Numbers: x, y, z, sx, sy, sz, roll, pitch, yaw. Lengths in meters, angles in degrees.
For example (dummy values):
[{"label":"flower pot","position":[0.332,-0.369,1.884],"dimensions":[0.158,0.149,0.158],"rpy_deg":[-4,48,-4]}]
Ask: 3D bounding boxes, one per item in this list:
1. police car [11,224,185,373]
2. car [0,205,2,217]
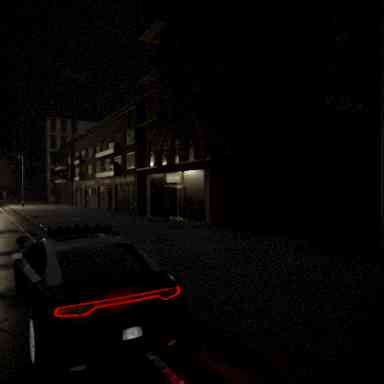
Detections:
[{"label":"police car","position":[-2.059,1.421,6.031],"dimensions":[1.930,1.638,5.238],"rpy_deg":[0,0,-32]},{"label":"car","position":[-18.357,1.585,30.080],"dimensions":[1.895,1.301,4.718],"rpy_deg":[0,0,-32]}]
